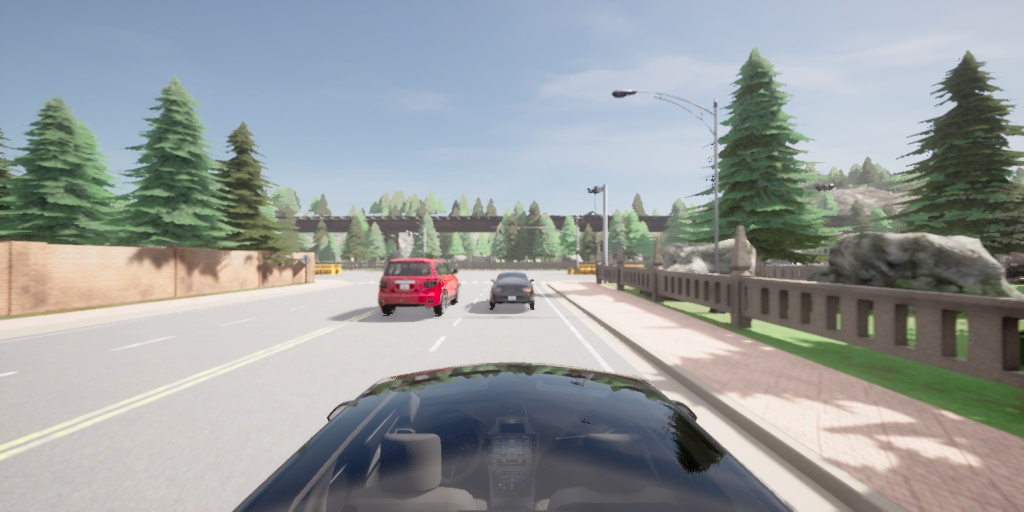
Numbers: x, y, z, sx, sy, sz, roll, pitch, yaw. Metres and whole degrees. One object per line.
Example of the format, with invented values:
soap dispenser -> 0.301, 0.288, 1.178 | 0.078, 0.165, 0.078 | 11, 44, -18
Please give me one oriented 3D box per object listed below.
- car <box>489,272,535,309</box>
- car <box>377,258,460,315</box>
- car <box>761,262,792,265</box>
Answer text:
car -> 0.020, 1.433, 15.720 | 1.812, 1.442, 4.674 | 0, 0, 0
car -> -3.492, 1.117, 14.378 | 2.150, 2.045, 5.566 | 0, 0, 0
car -> 38.854, 1.683, 52.250 | 5.357, 1.411, 2.033 | -2, -1, 1
